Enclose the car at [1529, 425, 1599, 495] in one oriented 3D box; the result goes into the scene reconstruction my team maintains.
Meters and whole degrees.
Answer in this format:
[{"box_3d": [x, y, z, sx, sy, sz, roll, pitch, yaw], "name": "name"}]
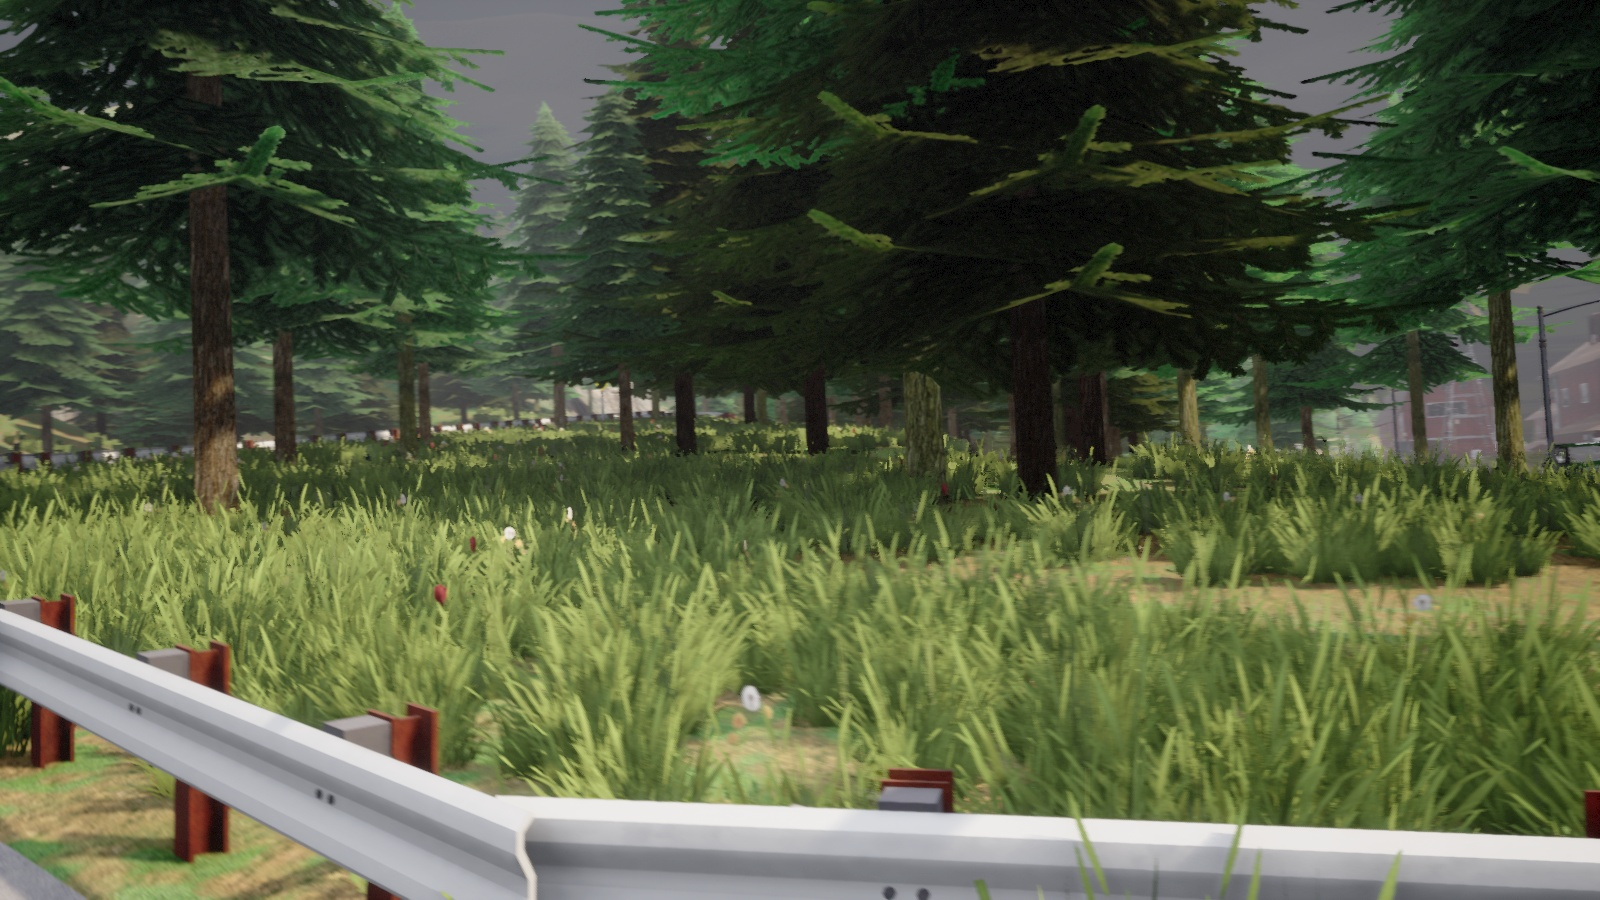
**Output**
[{"box_3d": [24.907, 0.291, 39.550, 2.150, 2.045, 5.566, -5, -2, 18], "name": "car"}]
